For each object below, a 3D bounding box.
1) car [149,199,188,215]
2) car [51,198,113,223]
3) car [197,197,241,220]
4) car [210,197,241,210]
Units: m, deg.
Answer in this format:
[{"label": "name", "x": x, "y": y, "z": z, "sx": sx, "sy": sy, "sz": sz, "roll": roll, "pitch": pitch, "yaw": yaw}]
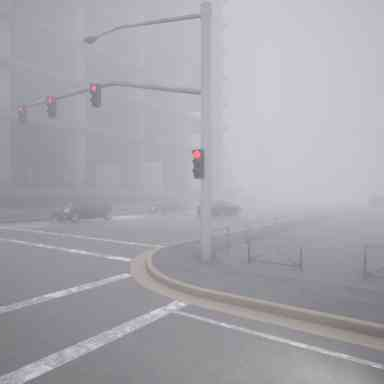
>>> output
[{"label": "car", "x": -2.341, "y": 1.436, "z": 33.884, "sx": 2.128, "sy": 1.511, "sz": 4.902, "roll": 0, "pitch": 0, "yaw": 35}, {"label": "car", "x": -8.343, "y": 1.296, "z": 25.419, "sx": 2.097, "sy": 1.767, "sz": 4.553, "roll": 0, "pitch": 0, "yaw": 36}, {"label": "car", "x": 2.397, "y": 1.422, "z": 28.101, "sx": 1.882, "sy": 1.535, "sz": 5.008, "roll": 0, "pitch": 0, "yaw": 35}, {"label": "car", "x": 4.434, "y": 1.422, "z": 43.429, "sx": 1.882, "sy": 1.535, "sz": 5.008, "roll": 0, "pitch": 0, "yaw": 35}]
